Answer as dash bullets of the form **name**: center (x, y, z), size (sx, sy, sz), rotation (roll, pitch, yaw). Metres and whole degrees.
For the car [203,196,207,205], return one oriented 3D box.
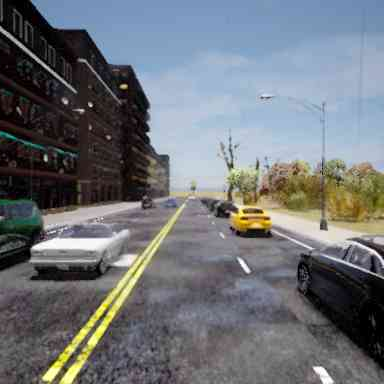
- **car**: center (3.235, 1.747, 54.809), size (1.837, 1.490, 4.892), rotation (0, 0, 0)

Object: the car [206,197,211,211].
- **car**: center (3.238, 1.697, 43.808), size (1.837, 1.490, 4.892), rotation (0, 0, 0)

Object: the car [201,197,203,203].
- **car**: center (3.232, 1.794, 65.809), size (1.837, 1.490, 4.892), rotation (0, 0, 0)

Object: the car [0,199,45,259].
- **car**: center (-6.604, 1.268, 10.340), size (2.150, 2.045, 5.566), rotation (0, 0, 0)

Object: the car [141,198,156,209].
- **car**: center (-6.582, 1.728, 50.575), size (1.837, 1.490, 4.892), rotation (0, 0, 0)

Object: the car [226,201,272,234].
- **car**: center (3.346, 1.565, 19.723), size (1.882, 1.535, 5.008), rotation (0, 0, 0)

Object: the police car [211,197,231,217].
- **police car**: center (3.241, 1.570, 32.918), size (1.930, 1.638, 5.238), rotation (0, 0, 0)

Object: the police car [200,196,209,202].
- **police car**: center (3.227, 1.891, 87.810), size (2.038, 1.542, 4.974), rotation (0, 0, 0)

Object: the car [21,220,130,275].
- **car**: center (-3.354, 1.649, 10.843), size (1.895, 1.301, 4.718), rotation (0, 0, 0)

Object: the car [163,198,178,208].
- **car**: center (-3.330, 1.757, 52.386), size (1.812, 1.442, 4.674), rotation (0, 0, 0)

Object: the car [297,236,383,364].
- **car**: center (3.348, 1.517, 5.832), size (2.128, 1.511, 4.902), rotation (0, 0, 0)
